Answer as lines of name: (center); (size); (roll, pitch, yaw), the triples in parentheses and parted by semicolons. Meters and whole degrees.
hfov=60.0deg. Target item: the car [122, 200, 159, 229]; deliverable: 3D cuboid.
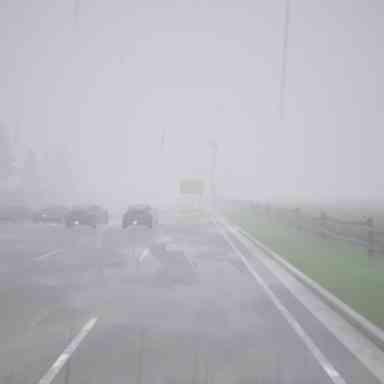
car: (-3.404, 1.572, 22.323); (1.837, 1.490, 4.892); (0, 0, 0)

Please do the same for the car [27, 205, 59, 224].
car: (-10.410, 1.644, 25.468); (1.994, 1.385, 4.181); (0, 0, 0)

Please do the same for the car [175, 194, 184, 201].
car: (-3.543, 1.727, 91.089); (1.882, 1.535, 5.008); (0, 0, 0)

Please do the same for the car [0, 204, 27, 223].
car: (-13.907, 1.648, 26.071); (1.994, 1.385, 4.181); (0, 0, 0)

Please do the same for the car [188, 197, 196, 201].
car: (-0.043, 1.771, 90.707); (1.812, 1.442, 4.674); (0, 0, 0)

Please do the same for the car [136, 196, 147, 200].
car: (-14.043, 1.758, 90.699); (1.837, 1.490, 4.892); (0, 0, 0)

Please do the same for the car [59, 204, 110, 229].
car: (-6.906, 1.574, 22.332); (1.837, 1.490, 4.892); (0, 0, 0)

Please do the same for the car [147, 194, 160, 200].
car: (-10.543, 1.755, 91.085); (1.837, 1.490, 4.892); (0, 0, 0)

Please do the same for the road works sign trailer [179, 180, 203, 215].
road works sign trailer: (-0.014, 0.561, 34.560); (2.380, 3.560, 2.880); (0, 0, 0)

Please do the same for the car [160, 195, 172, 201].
car: (-7.043, 1.777, 91.120); (1.812, 1.442, 4.674); (0, 0, 0)
